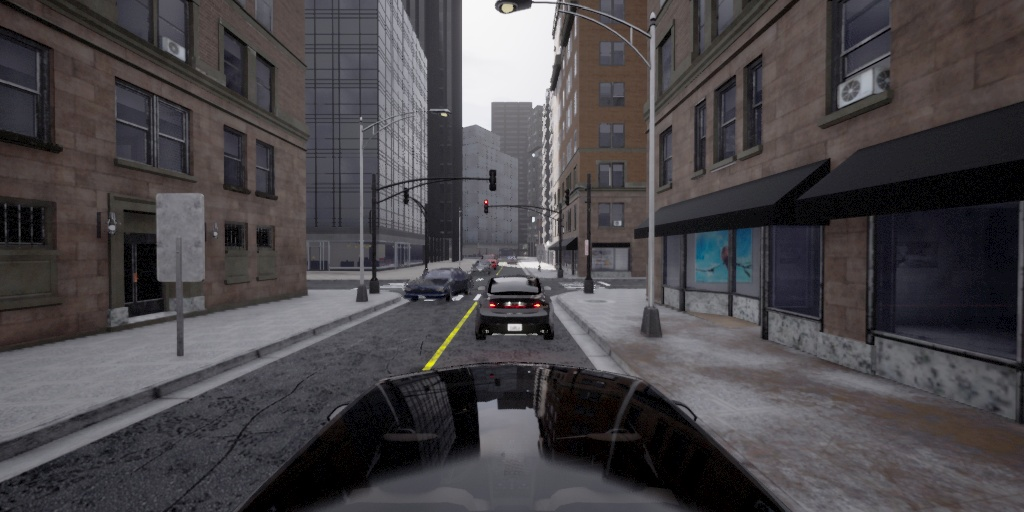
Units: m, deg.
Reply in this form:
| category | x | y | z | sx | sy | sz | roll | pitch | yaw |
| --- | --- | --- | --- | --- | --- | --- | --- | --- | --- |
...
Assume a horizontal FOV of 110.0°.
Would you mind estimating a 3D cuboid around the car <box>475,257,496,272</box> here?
| category | x | y | z | sx | sy | sz | roll | pitch | yaw |
| --- | --- | --- | --- | --- | --- | --- | --- | --- | --- |
| car | -3.124 | 1.170 | 37.952 | 2.128 | 1.511 | 4.902 | 0 | 0 | 0 |

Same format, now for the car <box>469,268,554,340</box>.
| category | x | y | z | sx | sy | sz | roll | pitch | yaw |
| --- | --- | --- | --- | --- | --- | --- | --- | --- | --- |
| car | 0.073 | 1.254 | 9.962 | 1.837 | 1.490 | 4.892 | 0 | 0 | 0 |

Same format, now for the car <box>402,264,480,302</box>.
| category | x | y | z | sx | sy | sz | roll | pitch | yaw |
| --- | --- | --- | --- | --- | --- | --- | --- | --- | --- |
| car | -3.285 | 1.296 | 17.236 | 2.033 | 1.411 | 5.357 | 0 | 0 | 9 |

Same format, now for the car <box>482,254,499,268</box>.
| category | x | y | z | sx | sy | sz | roll | pitch | yaw |
| --- | --- | --- | --- | --- | --- | --- | --- | --- | --- |
| car | -3.138 | 0.818 | 48.257 | 2.150 | 2.045 | 5.566 | 0 | 1 | 0 |
